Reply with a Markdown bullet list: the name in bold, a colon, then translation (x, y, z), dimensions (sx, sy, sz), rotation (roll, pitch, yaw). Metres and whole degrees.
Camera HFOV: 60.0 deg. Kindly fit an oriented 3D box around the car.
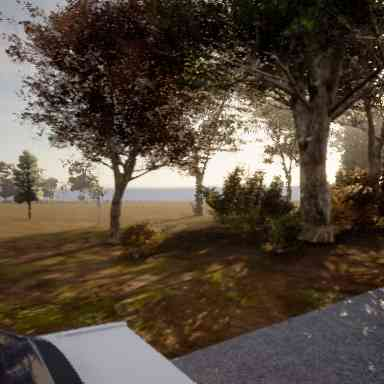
- **car**: translation (-2.103, 1.582, 1.518), dimensions (4.718, 1.301, 1.895), rotation (0, 1, -35)
